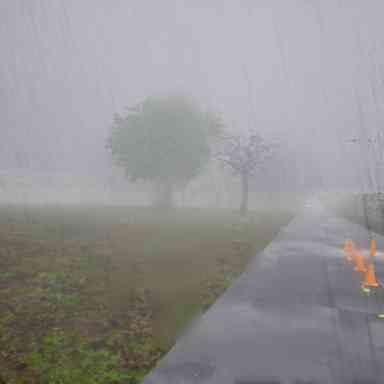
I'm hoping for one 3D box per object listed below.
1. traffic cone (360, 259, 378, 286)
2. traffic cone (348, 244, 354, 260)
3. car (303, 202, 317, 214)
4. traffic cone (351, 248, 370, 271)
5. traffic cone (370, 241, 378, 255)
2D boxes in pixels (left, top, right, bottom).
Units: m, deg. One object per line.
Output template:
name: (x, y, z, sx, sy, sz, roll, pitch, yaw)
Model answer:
traffic cone: (4.887, 2.227, 9.092, 0.340, 0.580, 0.340, 2, -1, 20)
traffic cone: (6.226, 2.319, 12.861, 0.340, 0.580, 0.340, 2, -1, 20)
car: (21.371, 2.911, 60.165, 2.150, 2.045, 5.566, 2, -1, 20)
traffic cone: (5.557, 2.272, 10.977, 0.340, 0.580, 0.340, 2, -1, 20)
traffic cone: (7.837, 2.399, 14.410, 0.340, 0.580, 0.340, 2, -1, 20)
